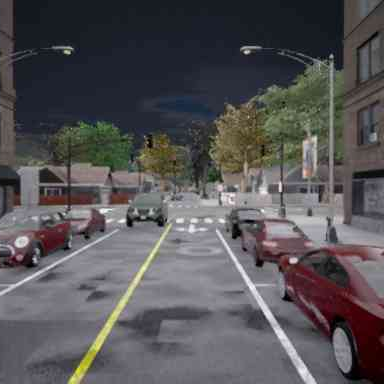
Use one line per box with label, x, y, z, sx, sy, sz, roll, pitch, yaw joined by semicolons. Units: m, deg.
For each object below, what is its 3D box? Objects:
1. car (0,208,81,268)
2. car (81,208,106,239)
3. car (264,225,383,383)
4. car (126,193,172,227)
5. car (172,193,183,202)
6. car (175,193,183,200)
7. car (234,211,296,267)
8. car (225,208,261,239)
car;-5.386;1.361;10.800;1.967;1.590;4.097;0;0;0
car;-5.386;1.462;16.320;1.802;1.307;4.206;0;0;0
car;2.639;1.504;5.285;1.887;1.381;4.507;0;0;0
car;-2.748;1.066;21.489;2.150;2.045;5.566;0;0;0
car;-3.055;1.114;63.744;2.033;1.411;5.357;0;0;0
car;-3.084;0.952;79.219;1.882;1.535;5.008;0;0;0
car;2.639;1.501;10.803;1.802;1.307;4.206;0;0;0
car;2.639;1.445;16.321;1.947;1.339;4.313;0;0;0
